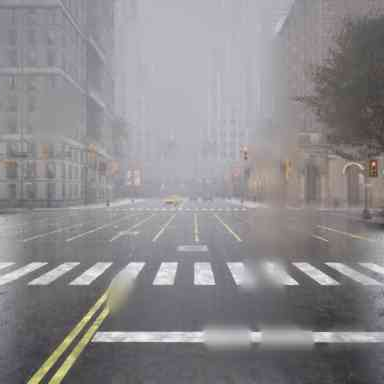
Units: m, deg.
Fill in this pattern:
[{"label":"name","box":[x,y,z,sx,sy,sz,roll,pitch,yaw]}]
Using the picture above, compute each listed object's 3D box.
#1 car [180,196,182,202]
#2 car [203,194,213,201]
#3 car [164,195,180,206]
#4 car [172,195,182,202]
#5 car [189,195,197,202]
[{"label":"car","box":[-3.464,1.478,64.819,1.882,1.535,5.008,0,0,1]},{"label":"car","box":[3.736,1.280,78.489,2.097,1.767,4.553,0,0,1]},{"label":"car","box":[-3.546,1.478,55.510,1.882,1.535,5.008,0,0,0]},{"label":"car","box":[-3.303,1.478,75.044,1.882,1.535,5.008,0,0,1]},{"label":"car","box":[0.236,1.449,78.556,2.128,1.511,4.902,0,0,1]}]
